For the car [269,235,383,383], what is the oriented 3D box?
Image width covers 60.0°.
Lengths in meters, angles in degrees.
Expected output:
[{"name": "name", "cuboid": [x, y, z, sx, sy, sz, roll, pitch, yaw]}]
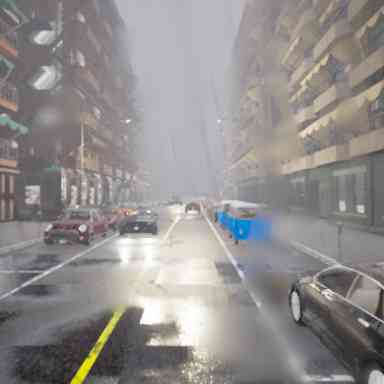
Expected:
[{"name": "car", "cuboid": [2.574, 1.574, 4.345, 2.008, 1.369, 4.403, 1, 0, 0]}]

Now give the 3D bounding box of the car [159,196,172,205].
[{"name": "car", "cuboid": [-5.312, 1.679, 66.694, 2.192, 1.841, 5.009, 1, 0, 0]}]

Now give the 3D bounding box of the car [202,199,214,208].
[{"name": "car", "cuboid": [2.573, 1.882, 55.381, 1.802, 1.307, 4.206, 1, 0, 0]}]

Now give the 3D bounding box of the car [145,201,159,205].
[{"name": "car", "cuboid": [-5.306, 1.756, 38.339, 2.008, 1.369, 4.403, 1, 0, 0]}]

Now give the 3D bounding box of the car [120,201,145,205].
[{"name": "car", "cuboid": [-5.305, 1.585, 26.998, 1.967, 1.590, 4.097, 1, 0, 0]}]

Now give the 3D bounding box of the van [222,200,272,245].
[{"name": "van", "cuboid": [2.576, 1.425, 15.688, 1.690, 1.788, 3.998, 1, 0, 0]}]

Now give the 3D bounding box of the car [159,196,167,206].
[{"name": "car", "cuboid": [-5.312, 1.856, 60.852, 1.752, 1.417, 4.829, 1, 0, 0]}]

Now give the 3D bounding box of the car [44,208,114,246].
[{"name": "car", "cuboid": [-5.305, 1.524, 15.657, 1.967, 1.590, 4.097, 1, 0, 0]}]

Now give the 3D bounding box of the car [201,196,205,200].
[{"name": "car", "cuboid": [2.574, 1.794, 49.880, 1.752, 1.417, 4.829, 1, 0, 0]}]

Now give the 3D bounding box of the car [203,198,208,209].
[{"name": "car", "cuboid": [2.574, 1.732, 38.539, 1.752, 1.417, 4.829, 1, 0, 0]}]

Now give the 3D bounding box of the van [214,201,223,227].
[{"name": "van", "cuboid": [2.576, 1.455, 21.358, 1.690, 1.788, 3.998, 1, 0, 0]}]

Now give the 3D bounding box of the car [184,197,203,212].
[{"name": "car", "cuboid": [0.094, 1.747, 41.288, 1.812, 1.442, 4.674, 0, 0, 0]}]

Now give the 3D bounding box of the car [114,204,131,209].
[{"name": "car", "cuboid": [-5.307, 1.696, 21.327, 1.802, 1.307, 4.206, 1, 0, 0]}]

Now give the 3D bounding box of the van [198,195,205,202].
[{"name": "van", "cuboid": [2.576, 1.837, 89.406, 1.690, 1.788, 3.998, 1, 0, 0]}]

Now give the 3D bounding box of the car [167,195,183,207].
[{"name": "car", "cuboid": [-2.791, 1.549, 60.336, 2.150, 2.045, 5.566, 0, 0, 1]}]

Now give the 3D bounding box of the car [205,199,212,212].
[{"name": "car", "cuboid": [2.574, 1.720, 32.698, 1.887, 1.381, 4.507, 1, 0, 0]}]

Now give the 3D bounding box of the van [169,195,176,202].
[{"name": "van", "cuboid": [-5.271, 1.837, 89.377, 1.690, 1.788, 3.998, 1, 0, 0]}]

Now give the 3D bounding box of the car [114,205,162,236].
[{"name": "car", "cuboid": [-2.850, 1.665, 18.988, 1.994, 1.385, 4.181, 0, 0, 0]}]

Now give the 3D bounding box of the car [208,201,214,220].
[{"name": "car", "cuboid": [2.574, 1.710, 27.027, 1.947, 1.339, 4.313, 1, 0, 0]}]
